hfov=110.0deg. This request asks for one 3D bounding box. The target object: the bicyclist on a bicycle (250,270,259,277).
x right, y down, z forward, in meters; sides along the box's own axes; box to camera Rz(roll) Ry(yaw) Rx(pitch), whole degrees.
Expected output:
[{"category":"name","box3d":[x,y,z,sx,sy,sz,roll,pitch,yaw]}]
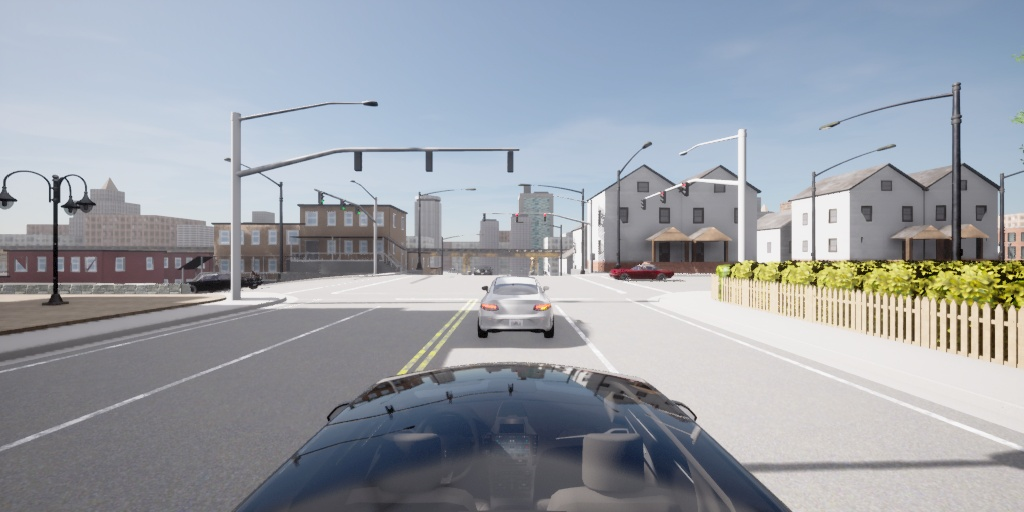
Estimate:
[{"category":"bicyclist on a bicycle","box3d":[-25.562,2.214,35.616,0.582,1.620,1.656,-8,0,0]}]

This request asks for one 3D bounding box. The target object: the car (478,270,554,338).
[{"category":"car","box3d":[0.103,1.276,10.034,1.812,1.442,4.674,0,0,0]}]

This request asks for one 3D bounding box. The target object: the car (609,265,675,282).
[{"category":"car","box3d":[10.302,1.352,28.767,4.718,1.301,1.895,0,0,-1]}]

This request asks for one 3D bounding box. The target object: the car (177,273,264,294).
[{"category":"car","box3d":[-19.972,1.845,24.729,4.718,1.301,1.895,-4,0,-1]}]

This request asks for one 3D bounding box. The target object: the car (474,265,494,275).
[{"category":"car","box3d":[-3.512,2.162,45.275,2.150,2.045,5.566,0,-9,0]}]
